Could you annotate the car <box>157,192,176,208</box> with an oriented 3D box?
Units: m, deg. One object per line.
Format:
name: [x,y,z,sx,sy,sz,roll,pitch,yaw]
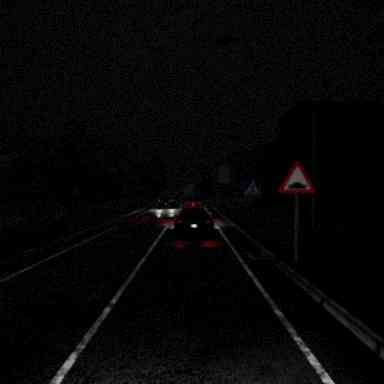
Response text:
car: [-3.244,1.038,43.682,2.150,2.045,5.566,0,0,0]

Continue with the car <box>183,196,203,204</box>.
car: [0.104,1.225,34.412,2.097,1.767,4.553,0,0,0]

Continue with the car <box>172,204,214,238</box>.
car: [0.102,1.565,17.711,1.994,1.385,4.181,0,0,0]
